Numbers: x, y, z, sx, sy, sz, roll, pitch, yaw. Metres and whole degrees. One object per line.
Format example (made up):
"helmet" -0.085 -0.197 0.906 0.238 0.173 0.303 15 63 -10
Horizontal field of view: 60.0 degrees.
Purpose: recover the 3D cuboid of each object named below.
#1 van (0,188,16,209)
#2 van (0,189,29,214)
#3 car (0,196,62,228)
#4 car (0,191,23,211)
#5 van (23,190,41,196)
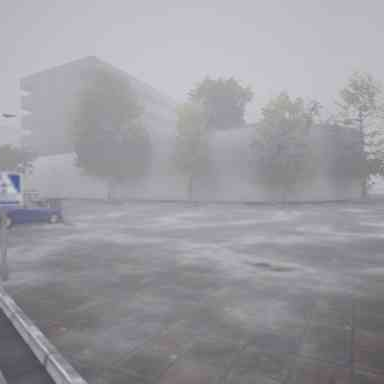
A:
"van" -19.642 0.601 32.060 1.878 1.987 4.442 2 1 31
"van" -16.014 0.766 27.161 1.878 1.987 4.442 2 1 32
"car" -10.368 1.241 20.227 2.097 1.535 5.008 2 1 32
"car" -17.848 0.784 29.587 2.185 1.767 4.553 2 1 31
"van" -12.165 0.934 22.673 1.878 1.987 4.442 2 1 32
